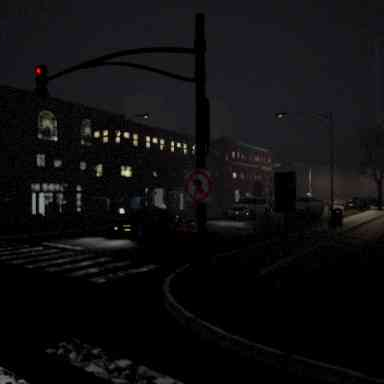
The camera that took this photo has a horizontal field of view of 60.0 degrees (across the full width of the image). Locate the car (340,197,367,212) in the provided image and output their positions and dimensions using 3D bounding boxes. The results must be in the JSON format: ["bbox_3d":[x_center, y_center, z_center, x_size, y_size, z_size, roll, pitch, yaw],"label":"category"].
[{"bbox_3d":[21.238,1.752,43.691,1.967,1.590,4.097,-1,-1,35],"label":"car"}]

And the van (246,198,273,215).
[{"bbox_3d":[8.026,1.669,39.466,1.690,1.788,3.998,-1,-1,35],"label":"van"}]

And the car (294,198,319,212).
[{"bbox_3d":[15.958,1.708,46.103,2.097,1.767,4.553,-1,-1,35],"label":"car"}]

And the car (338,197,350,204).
[{"bbox_3d":[36.618,2.050,80.157,1.967,1.590,4.097,-1,-1,35],"label":"car"}]

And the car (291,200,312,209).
[{"bbox_3d":[17.559,1.968,53.028,2.008,1.369,4.403,-1,-1,35],"label":"car"}]

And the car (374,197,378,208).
[{"bbox_3d":[30.768,1.719,57.257,2.192,1.841,5.009,-1,-1,35],"label":"car"}]

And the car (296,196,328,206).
[{"bbox_3d":[12.592,1.496,35.886,2.150,2.045,5.566,-1,-1,35],"label":"car"}]

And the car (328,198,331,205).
[{"bbox_3d":[23.912,2.030,62.071,2.008,1.369,4.403,-1,-1,35],"label":"car"}]

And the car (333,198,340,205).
[{"bbox_3d":[30.265,1.983,71.114,1.967,1.590,4.097,-1,-1,35],"label":"car"}]

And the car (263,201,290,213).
[{"bbox_3d":[11.205,1.908,43.985,2.008,1.369,4.403,-1,-1,35],"label":"car"}]

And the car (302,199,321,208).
[{"bbox_3d":[20.735,1.999,57.549,2.008,1.369,4.403,-1,-1,35],"label":"car"}]

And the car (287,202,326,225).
[{"bbox_3d":[8.575,1.742,25.575,1.887,1.381,4.507,-1,-1,35],"label":"car"}]

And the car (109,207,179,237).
[{"bbox_3d":[-2.712,1.703,19.704,1.837,1.490,4.892,-1,-1,33],"label":"car"}]

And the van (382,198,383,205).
[{"bbox_3d":[33.945,1.777,61.778,1.690,1.788,3.998,-1,-1,35],"label":"van"}]

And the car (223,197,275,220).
[{"bbox_3d":[5.517,1.486,31.382,2.150,2.045,5.566,-1,-1,35],"label":"car"}]

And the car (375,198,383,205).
[{"bbox_3d":[40.398,2.027,70.958,1.752,1.417,4.829,-1,-1,35],"label":"car"}]

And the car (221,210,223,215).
[{"bbox_3d":[4.753,1.825,34.803,1.752,1.417,4.829,-1,-1,35],"label":"car"}]

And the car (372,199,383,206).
[{"bbox_3d":[37.123,2.050,66.296,1.802,1.307,4.206,-1,-1,35],"label":"car"}]

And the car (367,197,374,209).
[{"bbox_3d":[24.414,1.657,48.214,2.192,1.841,5.009,-1,-1,35],"label":"car"}]
